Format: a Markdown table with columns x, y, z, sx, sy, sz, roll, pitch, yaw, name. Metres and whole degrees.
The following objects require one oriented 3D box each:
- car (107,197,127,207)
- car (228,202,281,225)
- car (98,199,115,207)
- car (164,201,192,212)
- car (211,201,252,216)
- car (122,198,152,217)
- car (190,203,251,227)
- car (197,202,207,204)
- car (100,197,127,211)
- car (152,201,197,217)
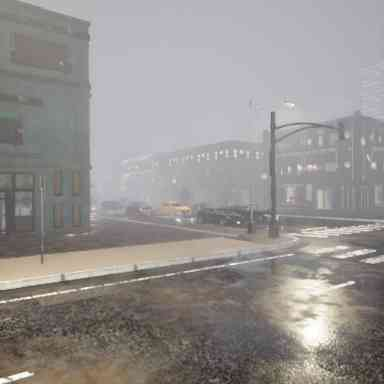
| x | y | z | sx | sy | sz | roll | pitch | yaw | name |
| --- | --- | --- | --- | --- | --- | --- | --- | --- | --- |
| -14.542 | 1.935 | 64.289 | 2.192 | 1.841 | 5.009 | -1 | 0 | -35 | car |
| 4.787 | 1.698 | 26.084 | 2.128 | 1.511 | 4.902 | -1 | 0 | -33 | car |
| -17.677 | 2.223 | 68.847 | 1.887 | 1.381 | 4.507 | -1 | 0 | -35 | car |
| -1.970 | 1.961 | 46.060 | 1.802 | 1.307 | 4.206 | -2 | 0 | -35 | car |
| 4.311 | 1.804 | 36.945 | 2.008 | 1.369 | 4.403 | -2 | 0 | -35 | car |
| -5.732 | 1.843 | 36.745 | 1.967 | 1.590 | 4.097 | -1 | 0 | -35 | car |
| 2.046 | 1.811 | 25.251 | 1.947 | 1.339 | 4.313 | -1 | 0 | -35 | car |
| 1.170 | 1.899 | 41.503 | 1.802 | 1.307 | 4.206 | -2 | 0 | -35 | car |
| -12.229 | 2.023 | 50.850 | 1.882 | 1.535 | 5.008 | -1 | 0 | -34 | car |
| -1.982 | 1.822 | 35.888 | 1.882 | 1.535 | 5.008 | -1 | 0 | -35 | car |
